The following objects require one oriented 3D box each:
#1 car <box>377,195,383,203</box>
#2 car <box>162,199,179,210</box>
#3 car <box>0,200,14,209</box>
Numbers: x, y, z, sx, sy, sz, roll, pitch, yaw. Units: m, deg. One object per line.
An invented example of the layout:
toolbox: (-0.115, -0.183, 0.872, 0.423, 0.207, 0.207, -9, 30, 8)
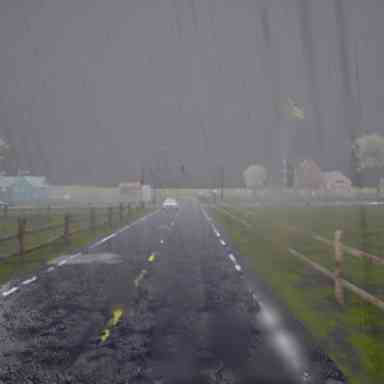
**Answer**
car: (33.821, 1.077, 55.862, 5.008, 1.535, 1.882, -1, 1, 0)
car: (-2.741, 1.587, 42.508, 1.812, 1.442, 4.674, 0, 0, 0)
car: (-32.550, 2.020, 55.718, 4.892, 1.490, 1.837, 1, 1, 0)
